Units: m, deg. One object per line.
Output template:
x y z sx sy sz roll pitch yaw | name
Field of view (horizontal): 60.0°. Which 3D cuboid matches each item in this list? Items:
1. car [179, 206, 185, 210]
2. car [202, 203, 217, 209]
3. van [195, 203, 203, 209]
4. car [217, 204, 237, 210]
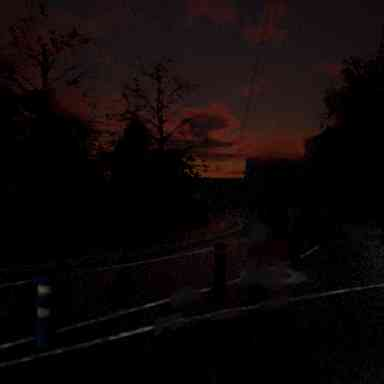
-3.624 4.762 94.870 2.002 1.452 4.674 1 -4 -33 | car
5.437 3.780 81.064 2.163 1.488 4.792 1 -4 -33 | car
2.358 3.855 85.762 1.878 1.987 4.442 1 -4 -33 | van
8.462 3.468 76.486 2.002 1.452 4.674 3 -5 -33 | car
